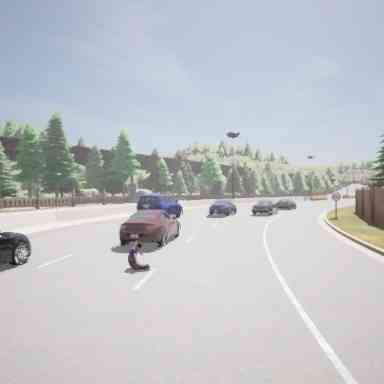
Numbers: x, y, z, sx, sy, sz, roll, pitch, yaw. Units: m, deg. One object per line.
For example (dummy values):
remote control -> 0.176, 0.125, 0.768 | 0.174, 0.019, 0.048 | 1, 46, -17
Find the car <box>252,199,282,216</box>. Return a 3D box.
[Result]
car -> 7.429, 1.569, 33.625 | 2.033, 1.411, 5.357 | 0, 0, 24

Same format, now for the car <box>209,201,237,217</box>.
car -> 3.004, 1.546, 31.985 | 1.812, 1.442, 4.674 | 0, 0, 21

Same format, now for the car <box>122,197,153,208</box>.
car -> -8.088, 1.508, 50.087 | 1.882, 1.535, 5.008 | 0, 0, 29

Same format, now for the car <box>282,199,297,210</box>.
car -> 12.148, 1.592, 43.167 | 1.994, 1.385, 4.181 | 0, 0, 32

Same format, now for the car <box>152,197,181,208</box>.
car -> -3.803, 1.523, 50.623 | 2.128, 1.511, 4.902 | 0, 0, 29

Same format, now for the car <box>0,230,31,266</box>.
car -> -6.241, 1.510, 8.761 | 1.837, 1.490, 4.892 | 0, 0, 6

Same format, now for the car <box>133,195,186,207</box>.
car -> -2.543, 1.238, 26.836 | 2.150, 2.045, 5.566 | 0, 0, 17

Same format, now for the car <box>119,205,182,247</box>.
car -> -1.797, 1.535, 15.064 | 1.812, 1.442, 4.674 | 0, 0, 10
